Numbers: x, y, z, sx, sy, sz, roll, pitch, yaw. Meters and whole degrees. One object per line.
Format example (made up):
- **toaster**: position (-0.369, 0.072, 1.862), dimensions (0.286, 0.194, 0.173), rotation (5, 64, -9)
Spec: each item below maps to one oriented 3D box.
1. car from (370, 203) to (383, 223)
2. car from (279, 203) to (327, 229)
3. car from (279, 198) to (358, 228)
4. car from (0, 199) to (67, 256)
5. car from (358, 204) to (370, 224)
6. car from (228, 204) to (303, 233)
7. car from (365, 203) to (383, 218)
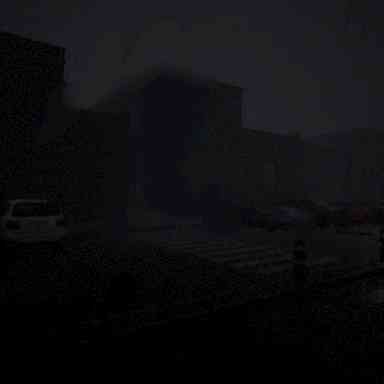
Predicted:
- **car**: position (13.233, 1.813, 28.093), dimensions (2.002, 1.452, 4.674), rotation (1, 0, -36)
- **car**: position (6.603, 1.746, 23.364), dimensions (2.002, 1.452, 4.674), rotation (1, 0, -36)
- **car**: position (8.868, 1.478, 24.944), dimensions (2.435, 2.045, 5.566), rotation (1, 0, -36)
- **car**: position (-6.873, 1.299, 13.770), dimensions (2.435, 2.045, 5.566), rotation (1, 0, -36)
- **car**: position (11.112, 1.626, 26.543), dimensions (2.185, 1.767, 4.553), rotation (1, 0, -36)
- **car**: position (4.378, 1.712, 21.735), dimensions (2.163, 1.488, 4.792), rotation (1, 0, -36)
- **car**: position (20.067, 1.881, 32.981), dimensions (2.002, 1.452, 4.674), rotation (1, 0, -36)
